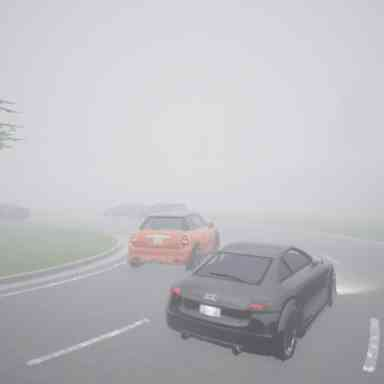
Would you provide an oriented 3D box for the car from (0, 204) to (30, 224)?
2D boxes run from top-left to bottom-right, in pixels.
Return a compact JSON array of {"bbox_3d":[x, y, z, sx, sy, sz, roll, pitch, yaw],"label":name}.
[{"bbox_3d":[-15.165,1.649,25.954,4.902,1.511,2.128,0,-1,8],"label":"car"}]

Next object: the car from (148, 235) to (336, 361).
[{"bbox_3d":[1.354,1.632,6.256,1.994,1.385,4.181,0,-1,33],"label":"car"}]

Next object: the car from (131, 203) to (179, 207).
[{"bbox_3d":[-2.112,1.573,24.618,2.097,1.767,4.553,1,-1,-44],"label":"car"}]

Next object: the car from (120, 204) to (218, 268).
[{"bbox_3d":[-0.426,1.460,11.585,2.097,1.767,4.553,0,-1,15],"label":"car"}]

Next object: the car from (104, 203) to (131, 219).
[{"bbox_3d":[-5.950,1.752,31.076,4.902,1.511,2.128,0,-1,24],"label":"car"}]
